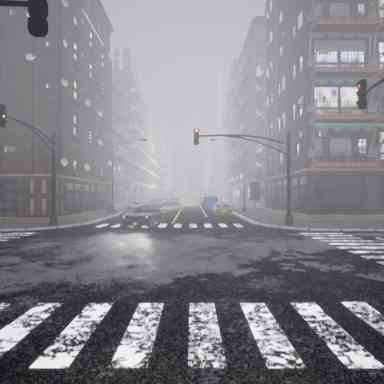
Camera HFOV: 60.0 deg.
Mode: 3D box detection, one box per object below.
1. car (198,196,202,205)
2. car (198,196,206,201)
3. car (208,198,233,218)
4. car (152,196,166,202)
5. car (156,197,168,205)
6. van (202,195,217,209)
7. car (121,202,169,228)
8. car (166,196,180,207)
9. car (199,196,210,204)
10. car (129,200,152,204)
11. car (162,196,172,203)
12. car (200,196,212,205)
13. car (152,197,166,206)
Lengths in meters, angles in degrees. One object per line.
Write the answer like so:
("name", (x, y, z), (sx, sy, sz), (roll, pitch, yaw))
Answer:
("car", (2.513, 1.347, 49.649), (2.192, 1.841, 5.009), (1, 0, 0))
("car", (2.467, 1.627, 83.586), (1.887, 1.381, 4.507), (1, 0, 0))
("car", (2.665, 1.538, 30.162), (1.752, 1.417, 4.829), (1, 0, 0))
("car", (-5.370, 1.614, 49.581), (1.802, 1.307, 4.206), (1, 0, 0))
("car", (-5.385, 1.627, 60.896), (1.802, 1.307, 4.206), (1, 0, 0))
("van", (2.552, 1.366, 43.996), (1.690, 1.788, 3.998), (1, 0, 0))
("car", (-3.154, 1.609, 22.402), (1.895, 1.301, 4.718), (0, 0, 8))
("car", (-2.817, 1.548, 52.377), (2.033, 1.411, 5.357), (0, 0, 0))
("car", (2.489, 1.604, 66.618), (2.008, 1.369, 4.403), (1, 0, 0))
("car", (-5.477, 1.565, 32.607), (2.008, 1.369, 4.403), (1, 0, 0))
("car", (-5.399, 1.613, 72.212), (2.008, 1.369, 4.403), (1, 0, 0))
("car", (2.497, 1.486, 60.962), (1.967, 1.590, 4.097), (1, 0, 0))
("car", (-5.376, 1.564, 55.069), (1.752, 1.417, 4.829), (1, 0, 0))
